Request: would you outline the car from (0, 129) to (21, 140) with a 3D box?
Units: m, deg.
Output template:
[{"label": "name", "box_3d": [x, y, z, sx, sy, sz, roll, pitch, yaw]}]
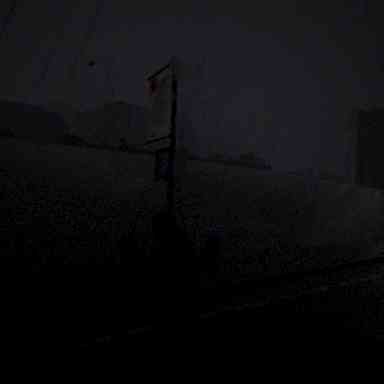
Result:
[{"label": "car", "box_3d": [-13.921, -3.972, 22.146, 4.553, 1.767, 2.185, 2, -1, -36]}]

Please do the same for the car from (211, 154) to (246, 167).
[{"label": "car", "box_3d": [3.235, -3.237, 36.373, 4.553, 1.767, 2.185, 3, -1, -42]}]

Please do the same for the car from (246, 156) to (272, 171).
[{"label": "car", "box_3d": [7.367, -3.142, 40.169, 5.566, 2.045, 2.435, 3, -2, -43]}]

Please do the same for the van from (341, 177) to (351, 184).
[{"label": "van", "box_3d": [26.578, -1.706, 60.200, 1.878, 1.987, 4.442, 1, -3, 42]}]

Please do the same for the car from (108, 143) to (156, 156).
[{"label": "car", "box_3d": [-5.123, -3.445, 29.135, 4.674, 1.452, 2.002, 2, -1, -39]}]

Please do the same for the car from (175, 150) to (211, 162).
[{"label": "car", "box_3d": [-0.985, -3.310, 32.636, 4.892, 1.521, 2.231, 2, -1, -40]}]

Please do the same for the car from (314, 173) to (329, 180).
[{"label": "car", "box_3d": [19.047, -2.073, 51.903, 2.002, 1.452, 4.674, 1, -2, 44]}]

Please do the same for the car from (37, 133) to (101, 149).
[{"label": "car", "box_3d": [-9.409, -3.632, 25.662, 4.792, 1.488, 2.163, 2, -1, -38]}]

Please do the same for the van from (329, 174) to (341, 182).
[{"label": "van", "box_3d": [22.916, -2.029, 56.058, 1.878, 1.987, 4.442, 1, -2, 43]}]

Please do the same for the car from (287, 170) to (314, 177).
[{"label": "car", "box_3d": [15.217, -2.354, 47.906, 2.002, 1.452, 4.674, 1, -2, 45]}]
